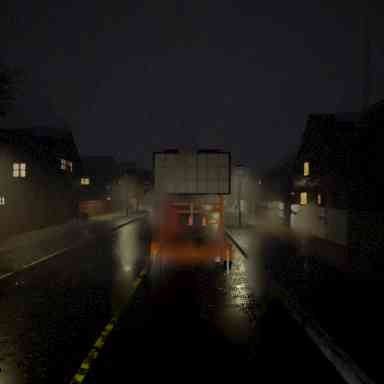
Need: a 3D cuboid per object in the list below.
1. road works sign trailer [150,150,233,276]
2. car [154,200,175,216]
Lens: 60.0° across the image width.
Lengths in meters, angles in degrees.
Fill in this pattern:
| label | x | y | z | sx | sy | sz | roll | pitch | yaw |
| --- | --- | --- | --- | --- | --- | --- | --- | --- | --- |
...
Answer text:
| label | x | y | z | sx | sy | sz | roll | pitch | yaw |
| --- | --- | --- | --- | --- | --- | --- | --- | --- | --- |
| road works sign trailer | -0.004 | 0.484 | 10.447 | 2.380 | 3.560 | 2.880 | 0 | 0 | 1 |
| car | -2.752 | 1.606 | 34.089 | 1.882 | 1.535 | 5.008 | 0 | 0 | 0 |
